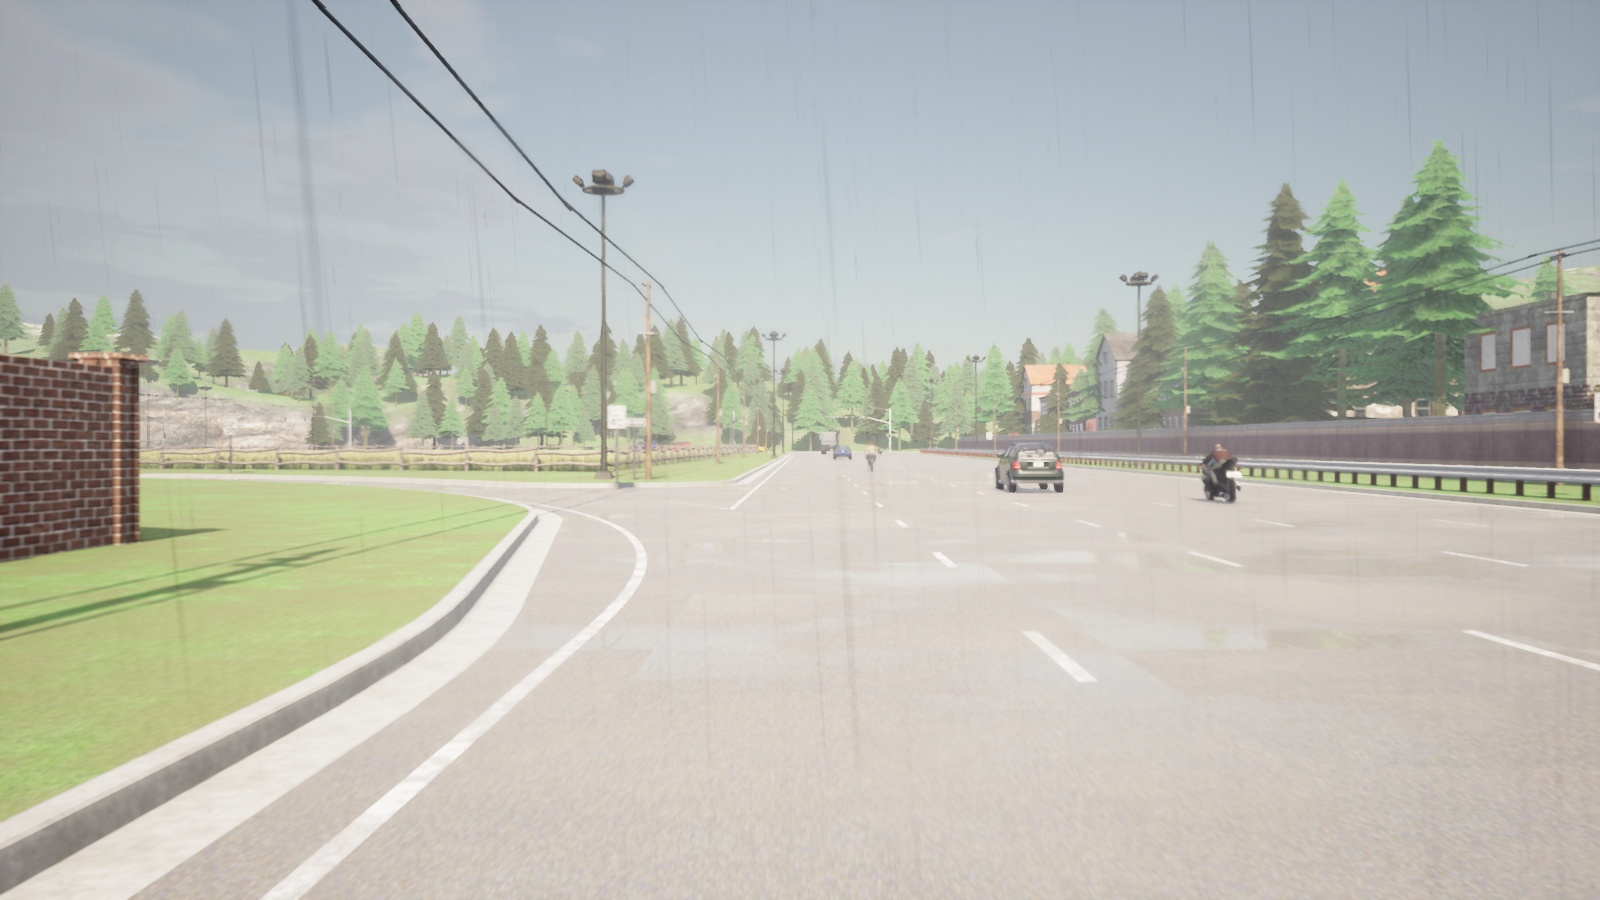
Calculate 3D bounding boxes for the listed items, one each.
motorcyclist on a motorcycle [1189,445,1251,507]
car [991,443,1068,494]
[{"bbox_3d":[10.698,0.645,32.044,0.866,1.530,2.191,0,0,0],"label":"motorcyclist on a motorcycle"},{"bbox_3d":[7.244,0.551,39.978,1.789,1.549,3.705,0,0,0],"label":"car"}]
